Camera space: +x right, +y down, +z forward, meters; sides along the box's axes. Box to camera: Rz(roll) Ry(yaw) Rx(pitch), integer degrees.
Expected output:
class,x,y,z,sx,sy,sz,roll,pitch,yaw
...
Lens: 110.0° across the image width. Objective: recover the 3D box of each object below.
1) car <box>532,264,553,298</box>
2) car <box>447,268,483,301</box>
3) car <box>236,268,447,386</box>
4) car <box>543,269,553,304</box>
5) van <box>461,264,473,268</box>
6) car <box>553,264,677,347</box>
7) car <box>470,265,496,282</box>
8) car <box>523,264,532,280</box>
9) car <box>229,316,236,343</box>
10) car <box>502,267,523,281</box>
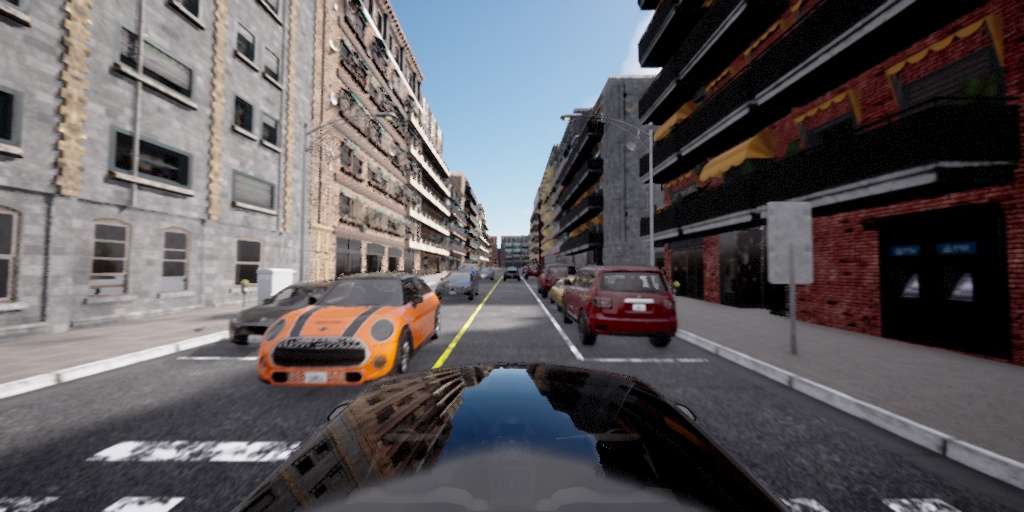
class,x,y,z,sx,sy,sz,roll,pitch,yaw
car,2.561,1.387,20.788,2.192,1.841,5.009,0,0,0
car,-2.854,1.553,19.623,1.812,1.442,4.674,0,-1,0
car,-2.792,1.144,7.264,2.097,1.767,4.553,0,-1,-1
car,2.563,1.490,15.395,1.751,1.417,4.829,0,0,0
van,-5.329,1.851,42.978,1.690,1.789,3.998,0,0,0
car,2.565,1.175,9.667,2.192,1.841,5.009,0,0,0
car,-2.811,1.908,38.239,2.128,1.511,4.902,0,-1,1
car,2.552,1.860,43.015,2.192,1.841,5.009,0,0,0
car,-5.316,1.391,9.619,1.948,1.339,4.313,0,0,0
car,-0.009,1.950,38.999,1.837,1.490,4.892,0,-1,0
